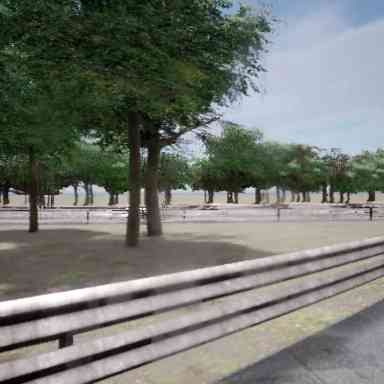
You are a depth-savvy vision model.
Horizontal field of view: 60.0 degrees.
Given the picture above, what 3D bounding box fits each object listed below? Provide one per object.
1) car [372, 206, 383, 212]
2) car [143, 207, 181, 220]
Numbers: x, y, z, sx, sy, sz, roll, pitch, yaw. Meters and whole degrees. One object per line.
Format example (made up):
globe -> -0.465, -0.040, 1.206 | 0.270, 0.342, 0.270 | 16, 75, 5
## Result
car -> 25.462, 2.369, 41.953 | 4.718, 1.301, 1.895 | -1, 0, -2
car -> -3.701, 2.622, 40.894 | 4.674, 1.442, 1.812 | -1, 0, -2
